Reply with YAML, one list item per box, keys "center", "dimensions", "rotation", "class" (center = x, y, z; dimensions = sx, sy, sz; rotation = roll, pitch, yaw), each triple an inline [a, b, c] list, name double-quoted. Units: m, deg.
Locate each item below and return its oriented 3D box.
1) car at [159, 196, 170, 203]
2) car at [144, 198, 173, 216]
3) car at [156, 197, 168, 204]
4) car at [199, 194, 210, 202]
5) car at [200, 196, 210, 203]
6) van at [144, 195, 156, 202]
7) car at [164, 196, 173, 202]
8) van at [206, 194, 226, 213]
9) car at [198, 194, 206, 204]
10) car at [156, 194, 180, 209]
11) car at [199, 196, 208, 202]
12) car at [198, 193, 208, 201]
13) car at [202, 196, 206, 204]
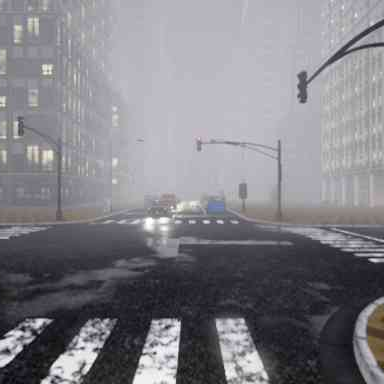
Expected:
- center: [-5.642, 1.556, 69.238]
  dimensions: [2.008, 1.369, 4.403]
  rotation: [0, 0, 0]
  class: "car"
- center: [-3.213, 1.604, 32.939]
  dimensions: [1.895, 1.301, 4.718]
  rotation: [0, 0, 0]
  class: "car"
- center: [-5.666, 1.571, 63.699]
  dimensions: [1.947, 1.339, 4.313]
  rotation: [0, 0, 0]
  class: "car"
- center: [2.764, 1.320, 74.742]
  dimensions: [2.192, 1.841, 5.009]
  rotation: [0, 0, 0]
  class: "car"
- center: [2.738, 1.550, 69.202]
  dimensions: [1.887, 1.381, 4.507]
  rotation: [0, 0, 0]
  class: "car"
- center: [-5.738, 1.346, 47.082]
  dimensions: [1.690, 1.788, 3.998]
  rotation: [0, 0, 0]
  class: "van"
- center: [-5.593, 1.587, 80.317]
  dimensions: [1.802, 1.307, 4.206]
  rotation: [0, 0, 0]
  class: "car"
- center: [2.707, 1.345, 35.970]
  dimensions: [1.690, 1.788, 3.998]
  rotation: [0, 0, 0]
  class: "van"
- center: [2.715, 1.320, 63.663]
  dimensions: [2.192, 1.841, 5.009]
  rotation: [0, 0, 0]
  class: "car"
- center: [-3.147, 1.228, 45.001]
  dimensions: [2.150, 2.045, 5.566]
  rotation: [0, 0, 1]
  class: "car"
- center: [2.787, 1.571, 80.281]
  dimensions: [1.947, 1.339, 4.313]
  rotation: [0, 0, 0]
  class: "car"
- center: [2.813, 1.319, 85.820]
  dimensions: [2.192, 1.841, 5.009]
  rotation: [0, 0, 0]
  class: "car"
- center: [2.640, 1.549, 41.509]
  dimensions: [1.887, 1.381, 4.507]
  rotation: [0, 0, 0]
  class: "car"
